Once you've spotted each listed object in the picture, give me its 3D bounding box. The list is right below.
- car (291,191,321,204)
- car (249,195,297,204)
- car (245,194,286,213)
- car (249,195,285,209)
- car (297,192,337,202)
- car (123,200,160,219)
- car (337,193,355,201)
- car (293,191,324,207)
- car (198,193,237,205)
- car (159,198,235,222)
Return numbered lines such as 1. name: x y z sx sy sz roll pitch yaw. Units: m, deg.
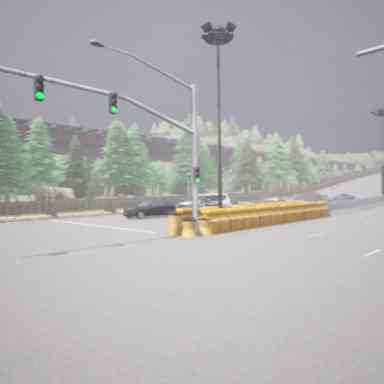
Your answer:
1. car: 17.142 0.791 49.971 2.033 1.411 5.357 -1 3 45
2. car: 7.184 1.314 30.043 1.882 1.535 5.008 -1 0 45
3. car: 7.966 1.166 35.793 2.097 1.767 4.553 -1 0 44
4. car: 9.642 1.234 42.450 2.128 1.511 4.902 -1 1 45
5. car: 13.643 1.069 36.546 2.097 1.767 4.553 -1 1 45
6. car: -3.689 1.465 29.051 1.882 1.535 5.008 -1 0 45
7. car: 18.931 0.943 41.872 4.902 1.511 2.128 -4 2 -45
8. car: 15.101 0.920 42.988 2.097 1.767 4.553 -1 2 45
9. car: 1.118 1.143 28.917 2.150 2.045 5.566 -1 0 45
10. car: 0.475 1.433 23.314 2.128 1.511 4.902 -1 0 45
